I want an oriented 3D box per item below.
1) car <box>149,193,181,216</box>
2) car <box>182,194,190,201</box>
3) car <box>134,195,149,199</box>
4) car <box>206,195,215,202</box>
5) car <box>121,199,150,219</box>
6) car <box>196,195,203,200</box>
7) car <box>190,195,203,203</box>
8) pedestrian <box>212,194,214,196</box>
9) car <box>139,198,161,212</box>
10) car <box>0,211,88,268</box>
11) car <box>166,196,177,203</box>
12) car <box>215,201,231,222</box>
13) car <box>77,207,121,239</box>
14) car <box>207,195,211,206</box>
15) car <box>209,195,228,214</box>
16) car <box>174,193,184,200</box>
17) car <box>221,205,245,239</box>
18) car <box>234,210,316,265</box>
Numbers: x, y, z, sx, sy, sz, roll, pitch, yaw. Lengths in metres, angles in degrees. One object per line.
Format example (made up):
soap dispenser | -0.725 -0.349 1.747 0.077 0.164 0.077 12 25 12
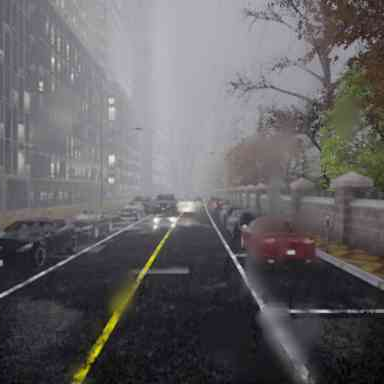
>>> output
car | -2.555 1.180 32.837 2.150 2.045 5.566 0 0 1
car | -1.344 1.355 74.288 1.812 1.442 4.674 0 0 2
car | -5.014 1.271 33.704 2.192 1.841 5.009 0 0 1
car | 4.086 1.457 73.483 1.887 1.381 4.507 0 0 2
car | -5.105 1.514 28.075 2.008 1.369 4.403 0 0 1
car | 1.983 1.364 88.642 1.895 1.301 4.718 0 0 3
car | 1.173 1.443 67.747 1.812 1.442 4.674 0 0 2
pedestrian | 3.610 1.224 57.785 0.375 1.860 0.375 0 0 2
car | -4.910 1.500 39.339 2.008 1.369 4.403 0 0 1
car | -5.276 1.550 11.183 1.947 1.339 4.313 0 0 0
car | -4.155 1.462 67.466 1.887 1.381 4.507 0 0 2
car | 2.849 1.537 22.702 1.947 1.339 4.313 0 0 1
car | -5.236 1.528 16.820 2.008 1.369 4.403 0 0 0
car | 3.526 1.439 54.848 1.837 1.490 4.892 0 0 2
car | 3.017 1.398 33.991 1.967 1.590 4.097 0 0 1
car | -3.417 1.207 89.957 2.192 1.841 5.009 0 0 2
car | 2.792 1.544 17.052 1.947 1.339 4.313 0 0 1
car | 2.750 1.530 11.406 1.887 1.381 4.507 0 0 1
